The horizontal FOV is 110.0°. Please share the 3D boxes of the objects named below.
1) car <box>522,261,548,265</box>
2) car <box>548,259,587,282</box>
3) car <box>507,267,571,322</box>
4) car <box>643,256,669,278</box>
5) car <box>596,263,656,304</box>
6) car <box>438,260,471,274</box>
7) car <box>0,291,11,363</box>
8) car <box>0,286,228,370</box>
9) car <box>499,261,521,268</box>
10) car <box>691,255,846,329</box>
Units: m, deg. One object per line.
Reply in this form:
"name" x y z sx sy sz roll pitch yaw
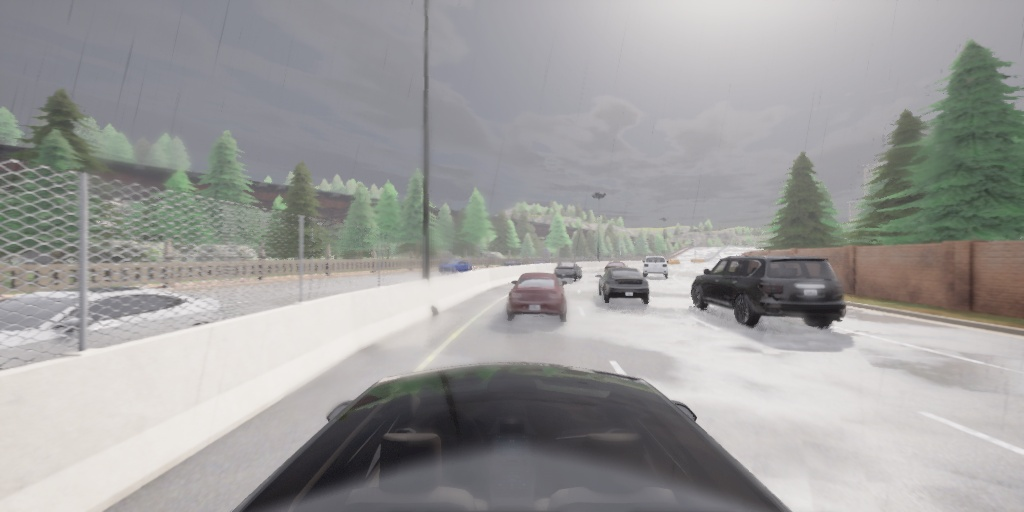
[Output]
"car" 3.693 1.311 46.429 2.033 1.411 5.357 0 0 27
"car" 4.709 1.260 29.741 2.128 1.511 4.902 0 0 17
"car" 0.919 1.277 12.320 1.812 1.442 4.674 0 0 7
"car" 14.134 1.031 35.251 2.150 2.045 5.566 0 0 22
"car" 5.114 1.276 16.776 1.837 1.490 4.892 0 0 10
"car" -6.429 1.198 40.680 1.882 1.535 5.008 0 0 22
"car" -10.437 1.305 4.400 1.895 1.301 4.718 0 0 2
"car" -6.864 1.246 5.542 1.812 1.442 4.674 0 0 3
"car" -0.036 1.311 46.605 1.994 1.385 4.181 0 0 26
"car" 7.838 1.005 11.683 2.150 2.045 5.566 0 0 7
